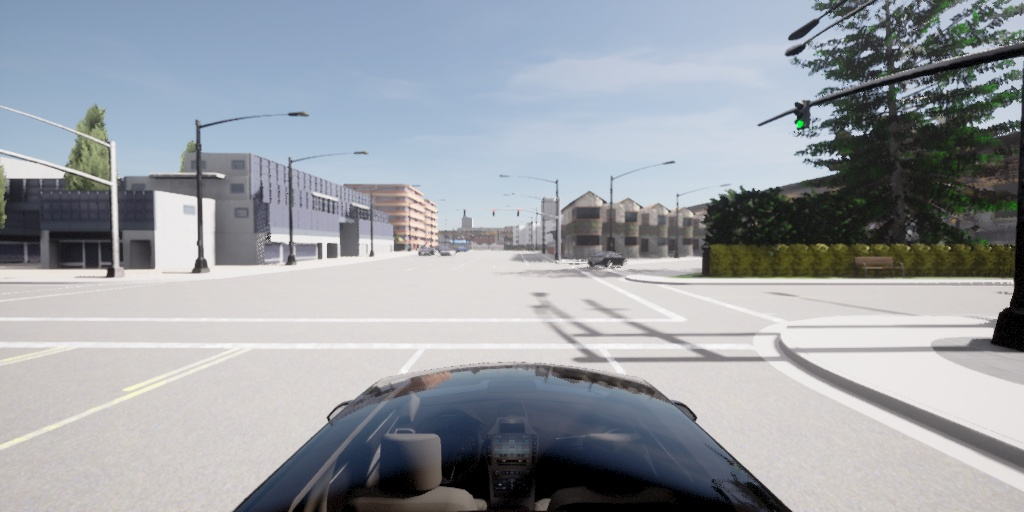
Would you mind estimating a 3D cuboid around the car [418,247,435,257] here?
[{"bbox_3d":[-14.046,-0.685,58.912,2.128,1.511,4.902,0,3,1],"label":"car"}]

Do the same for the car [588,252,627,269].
[{"bbox_3d":[8.925,0.375,33.328,2.128,1.511,4.902,2,2,44],"label":"car"}]

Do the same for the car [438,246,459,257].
[{"bbox_3d":[-10.546,-0.575,58.923,1.895,1.301,4.718,0,3,1],"label":"car"}]
